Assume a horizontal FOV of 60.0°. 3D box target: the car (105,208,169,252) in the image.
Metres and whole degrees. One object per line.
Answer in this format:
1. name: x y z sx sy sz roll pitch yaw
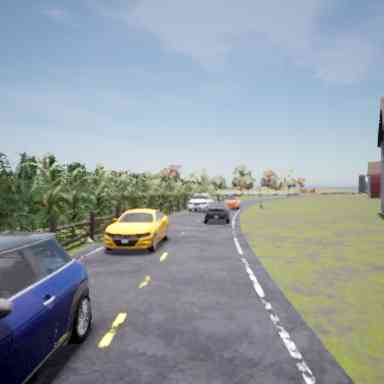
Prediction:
1. car: -2.183 1.483 14.287 1.882 1.535 5.008 0 0 5

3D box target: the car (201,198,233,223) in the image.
1. car: 2.032 1.521 26.026 1.837 1.490 4.892 0 0 7

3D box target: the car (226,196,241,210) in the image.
1. car: 5.333 1.361 44.006 2.097 1.767 4.553 0 0 13

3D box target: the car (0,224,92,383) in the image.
1. car: -2.700 1.350 3.435 2.097 1.767 4.553 0 0 2

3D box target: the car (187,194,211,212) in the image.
1. car: 0.998 1.220 37.972 2.150 2.045 5.566 0 0 11
